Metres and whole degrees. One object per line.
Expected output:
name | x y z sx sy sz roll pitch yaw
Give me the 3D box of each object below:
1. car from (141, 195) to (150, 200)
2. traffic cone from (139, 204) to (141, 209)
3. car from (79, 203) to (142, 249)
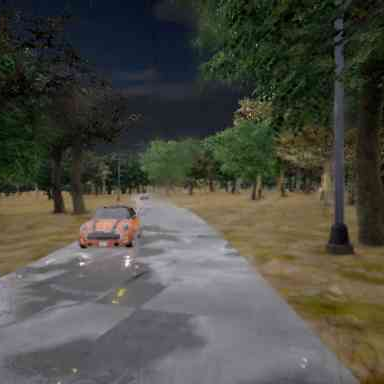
car | -11.664 1.342 83.190 1.994 1.385 4.181 0 1 -13
traffic cone | -6.557 2.007 40.429 0.340 0.580 0.340 0 0 -7
car | -3.480 1.404 14.875 2.097 1.767 4.553 0 0 -3
